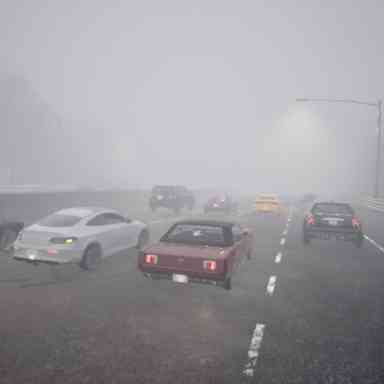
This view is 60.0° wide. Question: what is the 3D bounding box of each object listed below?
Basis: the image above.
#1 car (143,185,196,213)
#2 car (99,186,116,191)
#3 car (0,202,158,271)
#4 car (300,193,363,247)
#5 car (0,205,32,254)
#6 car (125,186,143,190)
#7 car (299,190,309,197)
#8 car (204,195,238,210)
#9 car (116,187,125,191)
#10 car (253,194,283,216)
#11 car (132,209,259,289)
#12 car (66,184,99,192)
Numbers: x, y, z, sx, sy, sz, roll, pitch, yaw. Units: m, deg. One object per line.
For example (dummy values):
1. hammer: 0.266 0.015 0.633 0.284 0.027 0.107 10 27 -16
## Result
1. car: -1.406 0.466 25.720 2.150 2.045 5.566 2 2 18
2. car: -12.232 -0.186 49.870 1.812 1.442 4.674 2 1 18
3. car: -2.878 1.166 9.655 1.812 1.442 4.674 2 2 18
4. car: 5.824 1.111 14.216 2.097 1.767 4.553 2 2 18
5. car: -6.814 1.153 8.845 1.895 1.301 4.718 2 2 18
6. car: -6.653 0.193 44.401 1.895 1.301 4.718 2 2 18
7. car: 13.344 0.838 37.750 1.837 1.490 4.892 2 2 18
8. car: 2.340 0.907 25.973 1.994 1.385 4.181 2 2 18
9. car: -8.732 -0.105 49.331 2.128 1.511 4.902 2 1 18
10. car: 5.947 0.928 25.757 1.882 1.535 5.008 2 2 18
11. car: 0.463 1.363 8.623 1.895 1.301 4.718 2 2 18
12. car: -16.283 -0.442 48.664 2.097 1.767 4.553 2 2 18
